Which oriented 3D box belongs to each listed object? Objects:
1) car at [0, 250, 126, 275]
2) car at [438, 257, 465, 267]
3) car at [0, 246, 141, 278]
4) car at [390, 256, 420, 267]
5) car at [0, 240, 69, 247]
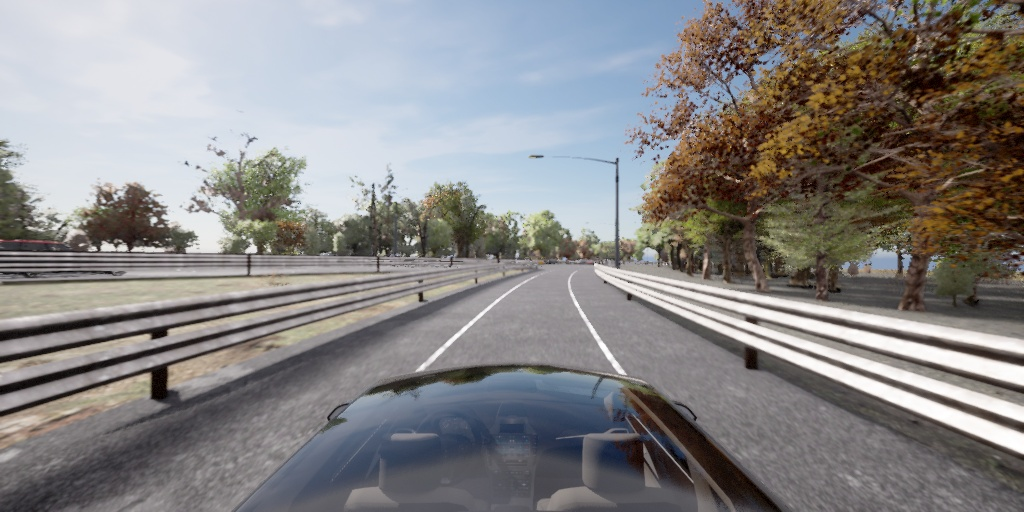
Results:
[{"bbox_3d":[-27.916,0.384,22.018,2.033,1.411,5.357,0,-1,30],"label":"car"},{"bbox_3d":[-9.178,0.889,54.758,1.882,1.535,5.008,0,-1,30],"label":"car"},{"bbox_3d":[-24.889,0.394,20.262,2.033,1.411,5.357,0,-1,30],"label":"car"},{"bbox_3d":[-15.189,0.801,51.265,1.837,1.490,4.892,0,-1,30],"label":"car"},{"bbox_3d":[-30.913,0.031,23.829,2.150,2.045,5.566,0,-1,30],"label":"car"}]
